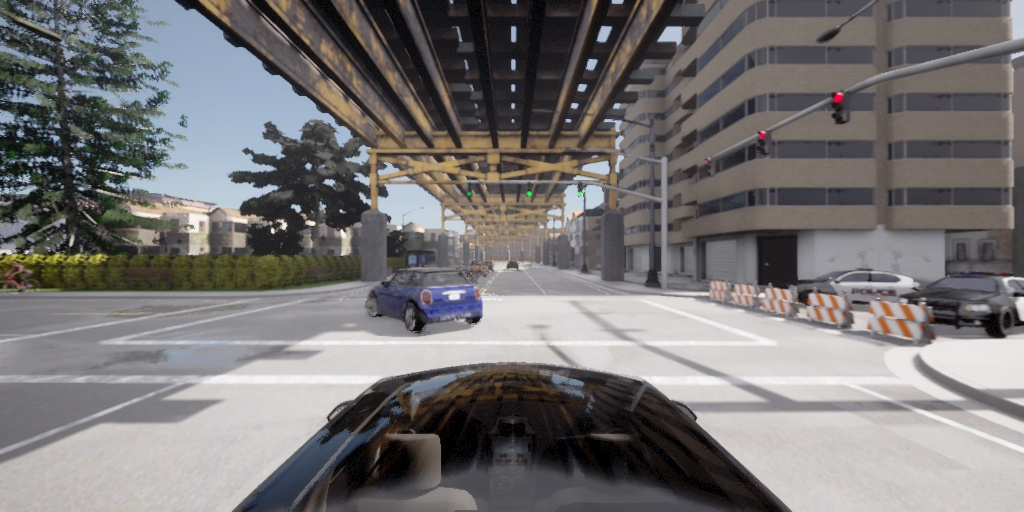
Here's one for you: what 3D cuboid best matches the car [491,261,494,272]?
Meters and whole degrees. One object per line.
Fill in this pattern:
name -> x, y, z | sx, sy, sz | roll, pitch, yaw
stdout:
car -> -3.502, 1.431, 50.648 | 1.837, 1.490, 4.892 | 0, -1, 0

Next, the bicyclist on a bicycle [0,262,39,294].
bicyclist on a bicycle -> -25.260, 1.112, 18.330 | 0.582, 1.620, 1.656 | 0, 0, 0

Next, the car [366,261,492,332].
car -> -2.910, 1.135, 11.346 | 2.097, 1.767, 4.553 | 0, 0, -39

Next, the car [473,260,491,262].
car -> -3.579, 1.226, 36.722 | 2.097, 1.767, 4.553 | 0, 0, 0

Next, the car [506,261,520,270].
car -> 0.113, 1.449, 56.298 | 1.837, 1.490, 4.892 | 0, 0, 0

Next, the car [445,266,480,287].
car -> -3.614, 1.440, 26.841 | 1.895, 1.301, 4.718 | 0, 0, 1
